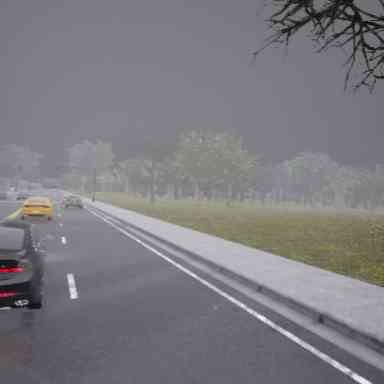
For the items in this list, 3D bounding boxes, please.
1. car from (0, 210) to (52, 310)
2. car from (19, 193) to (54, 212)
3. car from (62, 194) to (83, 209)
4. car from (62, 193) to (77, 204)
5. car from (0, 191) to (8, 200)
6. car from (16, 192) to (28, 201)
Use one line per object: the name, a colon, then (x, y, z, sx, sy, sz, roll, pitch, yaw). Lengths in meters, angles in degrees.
car: (-4.160, 1.358, 7.208, 1.837, 1.490, 4.892, 3, -1, -22)
car: (-11.279, 1.126, 24.411, 1.882, 1.535, 5.008, 3, -1, -22)
car: (-13.975, 1.206, 39.404, 2.033, 1.411, 5.357, 3, -1, -22)
car: (-18.922, 0.991, 51.200, 1.882, 1.535, 5.008, 3, -1, -22)
car: (-29.336, 0.496, 50.801, 2.033, 1.411, 5.357, 3, -1, -22)
car: (-26.435, 0.735, 52.273, 2.033, 1.411, 5.357, 3, -1, -22)
